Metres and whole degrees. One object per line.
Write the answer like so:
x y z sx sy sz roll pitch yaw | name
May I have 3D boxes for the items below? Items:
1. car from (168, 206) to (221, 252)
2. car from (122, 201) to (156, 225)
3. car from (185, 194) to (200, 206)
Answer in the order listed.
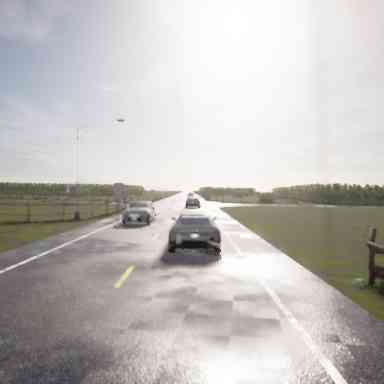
0.096 1.496 13.640 1.994 1.385 4.181 0 0 0 | car
-3.590 1.377 23.146 2.128 1.511 4.902 0 0 0 | car
0.099 1.328 45.889 1.994 1.385 4.181 0 0 0 | car
